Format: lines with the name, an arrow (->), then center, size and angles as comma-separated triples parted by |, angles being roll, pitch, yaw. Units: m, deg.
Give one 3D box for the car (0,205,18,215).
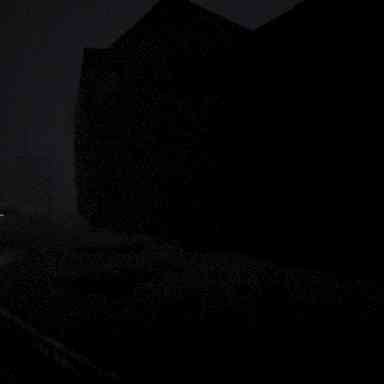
car -> -27.314, 2.620, 48.596 | 1.994, 1.385, 4.181 | -3, -1, 0
